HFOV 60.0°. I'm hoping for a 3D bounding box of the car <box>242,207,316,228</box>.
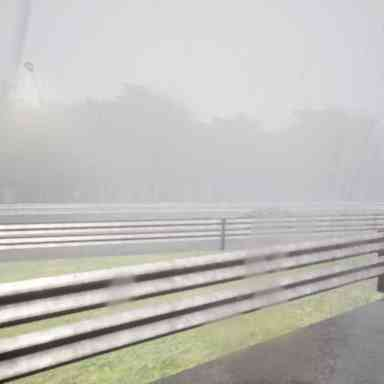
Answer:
[{"bbox_3d":[5.494,1.724,21.086,4.902,1.511,2.128,0,0,-18],"label":"car"}]
